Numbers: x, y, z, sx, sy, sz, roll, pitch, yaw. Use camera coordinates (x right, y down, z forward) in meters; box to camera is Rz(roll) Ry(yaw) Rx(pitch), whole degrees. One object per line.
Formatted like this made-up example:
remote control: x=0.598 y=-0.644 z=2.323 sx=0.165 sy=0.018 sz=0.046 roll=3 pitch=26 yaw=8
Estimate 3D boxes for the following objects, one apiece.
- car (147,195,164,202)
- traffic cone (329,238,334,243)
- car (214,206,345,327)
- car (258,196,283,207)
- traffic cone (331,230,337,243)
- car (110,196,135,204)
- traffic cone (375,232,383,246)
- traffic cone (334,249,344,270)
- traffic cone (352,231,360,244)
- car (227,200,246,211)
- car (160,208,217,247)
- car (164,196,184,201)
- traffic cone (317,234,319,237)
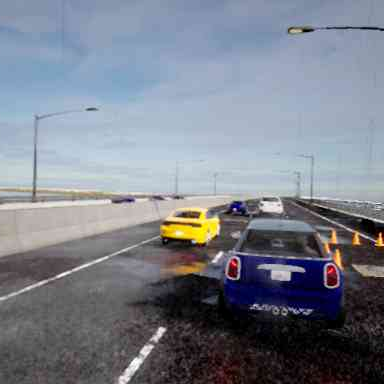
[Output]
car: x=-5.650 y=1.286 z=52.931 sx=1.812 sy=1.442 sz=4.674 roll=2 pitch=0 yaw=14
traffic cone: x=4.912 y=2.076 z=12.215 sx=0.340 sy=0.580 sz=0.340 roll=2 pitch=0 yaw=13
car: x=1.916 y=1.395 z=7.505 sx=2.097 sy=1.767 sz=4.553 roll=2 pitch=0 yaw=13
car: x=7.920 y=1.393 z=33.627 sx=2.150 sy=2.045 sz=5.566 roll=2 pitch=0 yaw=13
traffic cone: x=6.766 y=2.122 z=15.898 sx=0.340 sy=0.580 sz=0.340 roll=2 pitch=0 yaw=13
car: x=-10.193 y=1.241 z=49.043 sx=1.895 sy=1.301 sz=4.718 roll=2 pitch=0 yaw=14
traffic cone: x=8.715 y=2.178 z=15.458 sx=0.340 sy=0.580 sz=0.340 roll=2 pitch=0 yaw=13
traffic cone: x=4.473 y=2.066 z=10.264 sx=0.340 sy=0.580 sz=0.340 roll=2 pitch=0 yaw=13
traffic cone: x=7.741 y=2.150 z=15.678 sx=0.340 sy=0.580 sz=0.340 roll=2 pitch=0 yaw=13
car: x=4.899 y=1.609 z=36.094 sx=1.812 sy=1.442 sz=4.674 roll=2 pitch=0 yaw=13
car: x=0.063 y=1.457 z=15.199 sx=1.882 sy=1.535 sz=5.008 roll=2 pitch=0 yaw=13
car: x=-2.355 y=1.359 z=51.687 sx=1.837 sy=1.490 sz=4.892 roll=2 pitch=0 yaw=14
traffic cone: x=5.351 y=2.085 z=14.166 sx=0.340 sy=0.580 sz=0.340 roll=2 pitch=0 yaw=13
